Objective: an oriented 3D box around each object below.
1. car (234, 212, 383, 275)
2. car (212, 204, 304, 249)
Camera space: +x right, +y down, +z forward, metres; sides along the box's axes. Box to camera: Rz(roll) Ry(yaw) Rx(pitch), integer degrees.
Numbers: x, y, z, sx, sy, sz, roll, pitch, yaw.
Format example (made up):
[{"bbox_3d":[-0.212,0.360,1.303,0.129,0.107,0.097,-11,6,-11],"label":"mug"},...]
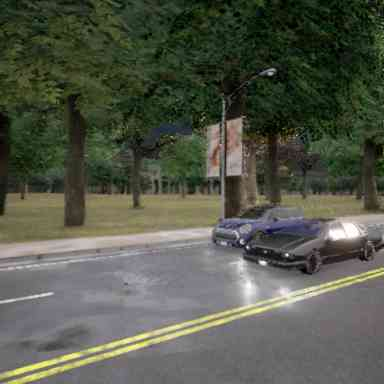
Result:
[{"bbox_3d":[4.094,1.541,10.604,5.357,1.411,2.033,0,0,-36],"label":"car"},{"bbox_3d":[3.019,1.345,13.833,4.553,1.767,2.097,0,0,-36],"label":"car"}]
